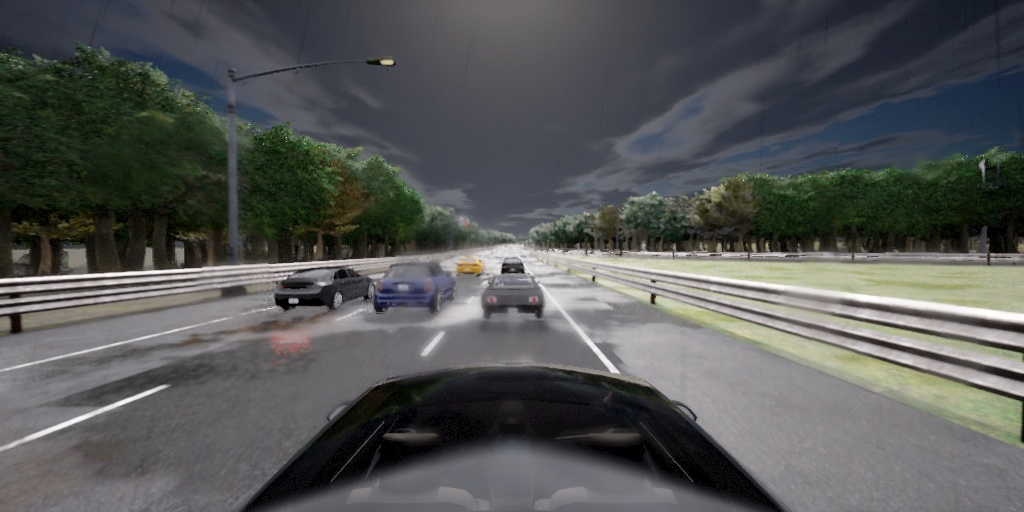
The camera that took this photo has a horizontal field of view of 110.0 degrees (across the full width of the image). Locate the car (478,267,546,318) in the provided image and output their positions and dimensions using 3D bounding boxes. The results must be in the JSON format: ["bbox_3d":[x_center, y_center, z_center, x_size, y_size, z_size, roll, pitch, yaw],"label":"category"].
[{"bbox_3d":[0.064,1.255,12.485,1.895,1.301,4.718,0,1,1],"label":"car"}]

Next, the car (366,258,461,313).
[{"bbox_3d":[-3.432,0.993,13.516,2.097,1.767,4.553,0,1,0],"label":"car"}]

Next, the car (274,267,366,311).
[{"bbox_3d":[-6.931,1.144,13.822,1.837,1.490,4.892,0,1,0],"label":"car"}]

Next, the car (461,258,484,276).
[{"bbox_3d":[-3.425,0.866,30.283,1.882,1.535,5.008,0,1,0],"label":"car"}]

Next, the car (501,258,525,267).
[{"bbox_3d":[0.072,0.867,30.277,1.882,1.535,5.008,0,1,0],"label":"car"}]

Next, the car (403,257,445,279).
[{"bbox_3d":[-6.933,0.905,28.748,2.128,1.511,4.902,0,1,0],"label":"car"}]
